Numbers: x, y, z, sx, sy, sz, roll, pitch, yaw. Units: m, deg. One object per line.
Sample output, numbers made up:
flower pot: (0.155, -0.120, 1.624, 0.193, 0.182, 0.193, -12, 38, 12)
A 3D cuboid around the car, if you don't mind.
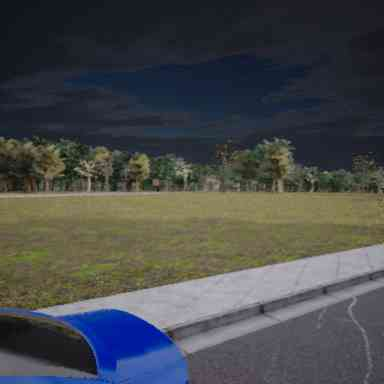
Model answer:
car: (-2.298, 1.478, 1.431, 5.008, 1.535, 1.882, 0, 0, -35)
